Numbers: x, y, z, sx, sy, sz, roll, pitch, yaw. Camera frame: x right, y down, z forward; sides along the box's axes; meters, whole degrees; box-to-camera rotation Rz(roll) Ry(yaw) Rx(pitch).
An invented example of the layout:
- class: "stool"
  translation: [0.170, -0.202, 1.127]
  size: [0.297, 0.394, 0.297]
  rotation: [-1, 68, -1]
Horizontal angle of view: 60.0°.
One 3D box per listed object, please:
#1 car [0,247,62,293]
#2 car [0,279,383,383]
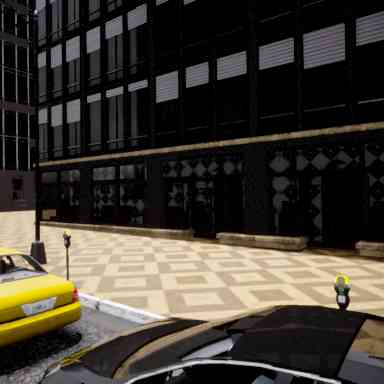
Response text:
- class: "car"
  translation: [-3.957, 1.527, 5.877]
  size: [4.829, 1.417, 1.752]
  rotation: [0, -1, 35]
- class: "car"
  translation: [0.677, 1.566, 2.363]
  size: [4.313, 1.339, 1.947]
  rotation: [0, -1, 35]
